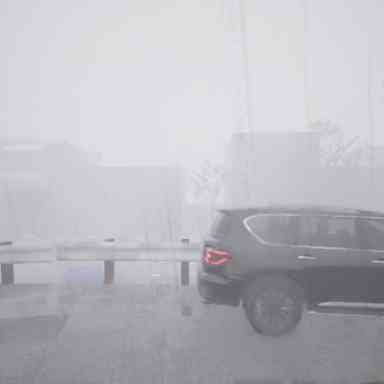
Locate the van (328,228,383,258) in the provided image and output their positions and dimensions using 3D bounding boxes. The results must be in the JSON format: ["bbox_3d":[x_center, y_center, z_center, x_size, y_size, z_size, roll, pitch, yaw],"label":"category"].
[{"bbox_3d":[14.548,4.449,29.940,1.878,1.987,4.442,0,0,-18],"label":"van"}]

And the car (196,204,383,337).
[{"bbox_3d":[2.860,1.286,6.202,5.566,2.045,2.150,1,0,2],"label":"car"}]

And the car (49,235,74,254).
[{"bbox_3d":[-12.025,4.676,30.653,2.097,1.535,5.008,0,0,-18],"label":"car"}]

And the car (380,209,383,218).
[{"bbox_3d":[41.665,4.357,68.736,4.553,1.767,2.185,-1,0,-17],"label":"car"}]

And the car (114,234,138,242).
[{"bbox_3d":[-6.098,4.705,30.446,2.163,1.488,4.792,0,-1,-18],"label":"car"}]

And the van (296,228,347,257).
[{"bbox_3d":[11.591,4.450,30.032,1.878,1.987,4.442,0,0,-18],"label":"van"}]

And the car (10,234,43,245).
[{"bbox_3d":[-15.052,4.675,30.918,1.946,1.575,5.366,0,0,-18],"label":"car"}]

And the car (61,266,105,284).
[{"bbox_3d":[-4.352,4.508,13.430,2.435,2.045,5.566,0,1,-18],"label":"car"}]

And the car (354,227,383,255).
[{"bbox_3d":[17.560,4.422,29.715,2.435,2.045,5.566,0,-1,-18],"label":"car"}]

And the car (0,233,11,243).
[{"bbox_3d":[-17.952,4.676,30.834,2.097,1.535,5.008,1,-1,-18],"label":"car"}]

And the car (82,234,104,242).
[{"bbox_3d":[-9.137,4.675,30.733,1.946,1.575,5.366,0,0,-18],"label":"car"}]
